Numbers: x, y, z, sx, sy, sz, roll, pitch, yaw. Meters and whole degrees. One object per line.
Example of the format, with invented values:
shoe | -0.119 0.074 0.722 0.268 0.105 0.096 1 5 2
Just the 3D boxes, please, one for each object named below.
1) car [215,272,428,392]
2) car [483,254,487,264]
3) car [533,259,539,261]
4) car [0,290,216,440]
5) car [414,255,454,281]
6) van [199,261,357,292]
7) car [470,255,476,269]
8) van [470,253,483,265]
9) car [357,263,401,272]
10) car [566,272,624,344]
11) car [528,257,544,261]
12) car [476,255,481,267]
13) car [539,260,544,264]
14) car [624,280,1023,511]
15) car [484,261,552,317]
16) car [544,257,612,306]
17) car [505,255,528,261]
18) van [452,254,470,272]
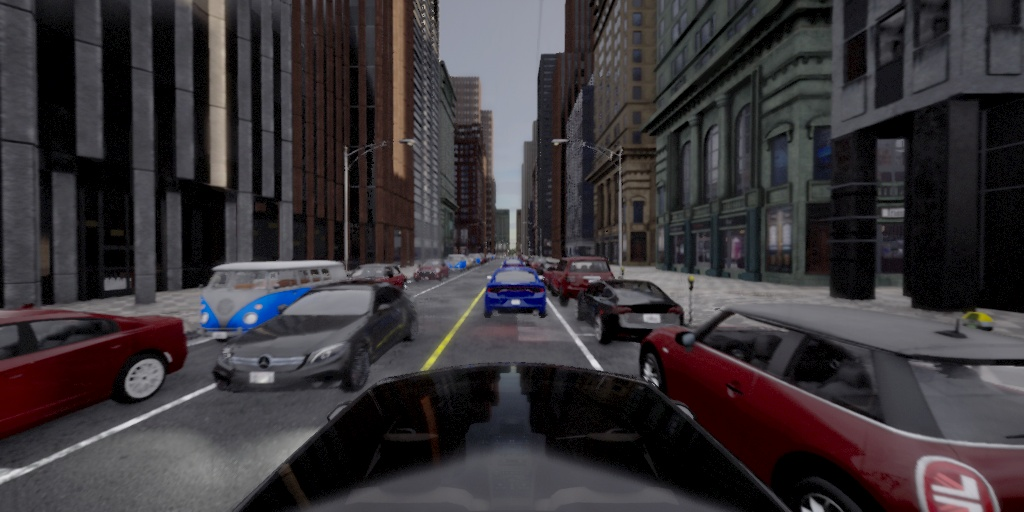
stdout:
car | -3.096 1.226 6.777 1.812 1.442 4.674 0 1 0
car | -5.739 0.632 59.897 1.967 1.591 4.097 0 0 0
car | 2.772 1.080 26.085 1.948 1.339 4.313 0 0 0
car | -5.763 1.276 3.534 1.888 1.381 4.507 0 0 0
car | -5.753 0.952 26.080 1.967 1.591 4.097 0 0 0
van | -5.760 1.017 9.170 1.690 1.789 3.998 0 0 0
car | -5.746 0.875 42.819 1.751 1.417 4.829 0 0 0
van | -5.742 0.585 54.261 1.690 1.789 3.998 0 0 0
car | -5.758 1.062 14.807 1.967 1.591 4.097 0 0 0
car | 2.765 1.244 9.176 1.948 1.339 4.313 0 0 0
car | 2.776 0.845 37.356 1.967 1.591 4.097 0 0 0
car | -5.744 0.847 48.624 2.007 1.370 4.403 0 0 0
car | 2.769 1.114 20.449 1.888 1.381 4.507 0 0 0
car | 2.762 1.173 3.540 1.967 1.591 4.097 0 0 0
car | 0.104 1.122 12.590 1.882 1.535 5.008 0 1 0
car | 2.767 0.938 14.813 2.192 1.841 5.009 0 0 0
car | 0.112 0.950 30.341 1.882 1.535 5.008 0 1 0
van | -5.749 0.744 37.352 1.690 1.789 3.998 0 0 0
